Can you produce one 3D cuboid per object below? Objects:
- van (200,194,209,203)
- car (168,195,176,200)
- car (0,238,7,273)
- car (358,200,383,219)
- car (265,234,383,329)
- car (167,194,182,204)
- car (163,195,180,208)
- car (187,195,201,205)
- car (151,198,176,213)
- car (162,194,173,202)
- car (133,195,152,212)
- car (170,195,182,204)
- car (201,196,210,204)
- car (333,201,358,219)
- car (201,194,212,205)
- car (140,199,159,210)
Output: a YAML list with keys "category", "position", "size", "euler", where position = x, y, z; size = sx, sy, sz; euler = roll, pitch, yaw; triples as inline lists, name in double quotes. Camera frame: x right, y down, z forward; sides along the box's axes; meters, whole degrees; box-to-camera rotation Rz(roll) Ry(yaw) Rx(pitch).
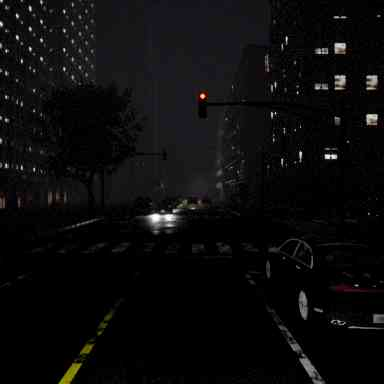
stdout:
- category: "van"
  position: [2.700, 1.402, 72.397]
  size: [1.690, 1.788, 3.998]
  euler: [0, 0, 0]
- category: "car"
  position: [-5.677, 1.654, 94.489]
  size: [2.008, 1.369, 4.403]
  euler: [0, 0, 0]
- category: "car"
  position: [-5.690, 1.545, 6.872]
  size: [1.887, 1.381, 4.507]
  euler: [0, 0, 0]
- category: "car"
  position: [14.956, 1.283, 23.740]
  size: [4.892, 1.490, 1.837]
  euler: [-1, 0, -3]
- category: "car"
  position: [2.690, 1.551, 6.871]
  size: [2.008, 1.369, 4.403]
  euler: [0, 0, 0]
- category: "car"
  position: [-3.076, 1.563, 55.403]
  size: [1.812, 1.442, 4.674]
  euler: [0, 0, 0]
- category: "car"
  position: [-3.091, 1.554, 46.223]
  size: [1.812, 1.442, 4.674]
  euler: [0, 0, 0]
- category: "car"
  position: [0.111, 1.644, 60.839]
  size: [1.895, 1.301, 4.718]
  euler: [0, 0, 0]
- category: "car"
  position: [-3.083, 1.620, 37.110]
  size: [1.895, 1.301, 4.718]
  euler: [0, 0, -1]
- category: "car"
  position: [-5.680, 1.386, 77.920]
  size: [2.192, 1.841, 5.009]
  euler: [0, 0, 0]
- category: "car"
  position: [-5.686, 1.336, 39.261]
  size: [2.192, 1.841, 5.009]
  euler: [0, 0, 0]
- category: "car"
  position: [-3.032, 1.402, 65.121]
  size: [2.097, 1.767, 4.553]
  euler: [0, 0, 0]
- category: "car"
  position: [2.700, 1.578, 67.043]
  size: [1.752, 1.417, 4.829]
  euler: [0, 0, 0]
- category: "car"
  position: [13.430, 1.350, 26.275]
  size: [4.403, 1.369, 2.008]
  euler: [-1, 1, -1]
- category: "car"
  position: [2.699, 1.611, 61.350]
  size: [1.947, 1.339, 4.313]
  euler: [0, 0, 0]
- category: "car"
  position: [-5.685, 1.592, 44.784]
  size: [1.947, 1.339, 4.313]
  euler: [0, 0, 0]
